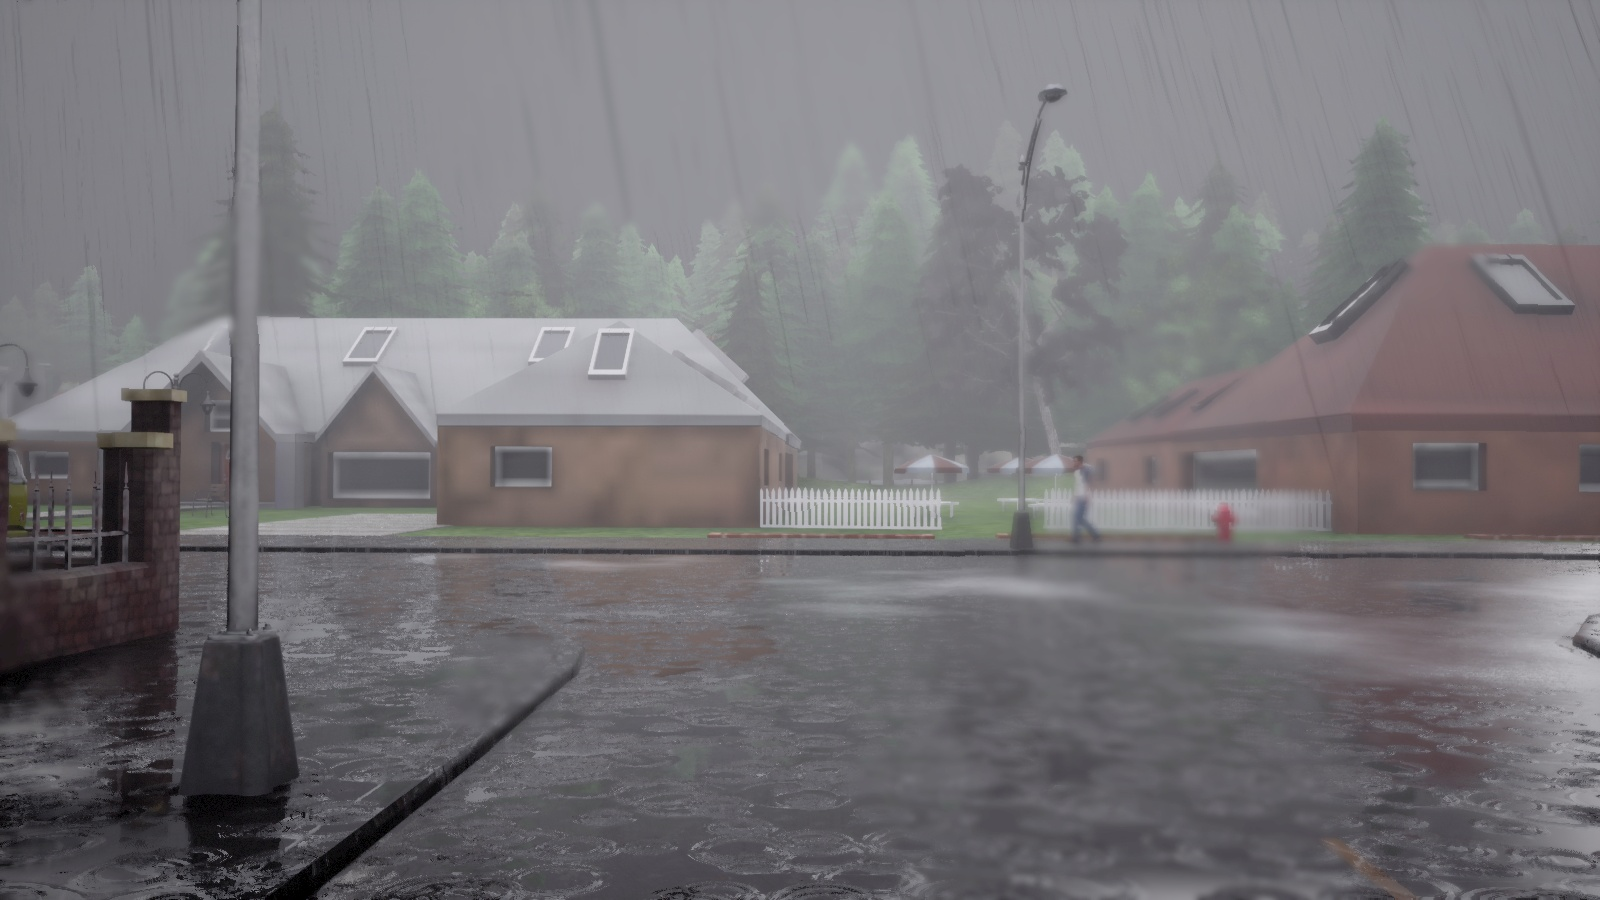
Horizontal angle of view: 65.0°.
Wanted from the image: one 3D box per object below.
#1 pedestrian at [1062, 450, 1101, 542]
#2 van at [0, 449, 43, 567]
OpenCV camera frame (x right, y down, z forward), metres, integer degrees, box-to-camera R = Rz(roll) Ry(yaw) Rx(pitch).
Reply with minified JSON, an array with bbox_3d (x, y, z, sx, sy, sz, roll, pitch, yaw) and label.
[{"bbox_3d":[5.663,0.920,25.272,0.706,1.836,0.354,0,-1,1],"label":"pedestrian"},{"bbox_3d":[-15.729,0.992,21.604,4.442,1.987,1.775,0,-1,5],"label":"van"}]
